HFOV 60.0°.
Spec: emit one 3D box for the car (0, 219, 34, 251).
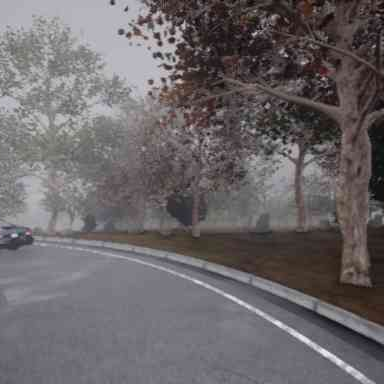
[{"bbox_3d":[-8.959,1.742,13.594,5.357,1.411,2.033,-1,0,25],"label":"car"}]
